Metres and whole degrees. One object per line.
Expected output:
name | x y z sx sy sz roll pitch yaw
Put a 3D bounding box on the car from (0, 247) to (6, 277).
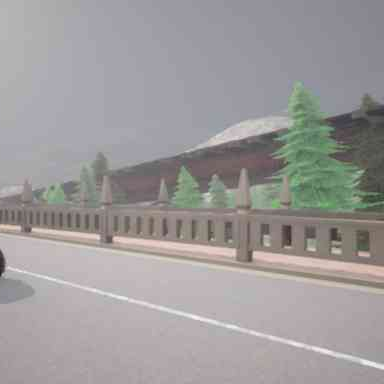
car | -6.769 1.574 8.801 4.181 1.385 1.994 0 0 35
